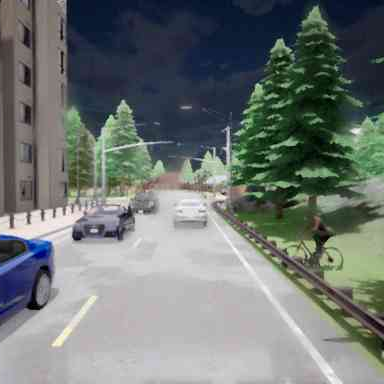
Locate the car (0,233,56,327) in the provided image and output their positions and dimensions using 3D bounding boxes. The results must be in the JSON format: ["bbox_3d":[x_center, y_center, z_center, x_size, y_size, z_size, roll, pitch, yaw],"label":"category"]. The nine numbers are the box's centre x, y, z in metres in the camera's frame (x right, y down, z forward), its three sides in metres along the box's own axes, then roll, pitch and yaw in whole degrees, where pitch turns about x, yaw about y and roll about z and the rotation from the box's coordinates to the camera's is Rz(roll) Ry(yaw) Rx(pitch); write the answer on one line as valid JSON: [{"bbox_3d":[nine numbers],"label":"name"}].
[{"bbox_3d":[-3.635,1.378,4.621,1.882,1.535,5.008,0,1,-1],"label":"car"}]

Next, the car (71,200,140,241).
[{"bbox_3d":[-3.731,1.247,14.650,1.994,1.385,4.181,0,1,0],"label":"car"}]

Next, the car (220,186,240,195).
[{"bbox_3d":[7.686,-0.335,67.966,3.866,1.878,1.905,0,1,-1],"label":"car"}]

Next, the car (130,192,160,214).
[{"bbox_3d":[-3.783,0.840,26.617,2.097,1.767,4.553,0,1,-1],"label":"car"}]

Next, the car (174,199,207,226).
[{"bbox_3d":[-0.097,1.105,19.288,1.812,1.442,4.674,0,1,-1],"label":"car"}]

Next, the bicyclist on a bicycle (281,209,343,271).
[{"bbox_3d":[3.174,1.289,8.678,1.656,1.620,0.582,4,1,-1],"label":"bicyclist on a bicycle"}]

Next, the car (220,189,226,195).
[{"bbox_3d":[8.129,-0.283,65.462,4.605,1.855,1.932,0,1,-1],"label":"car"}]
